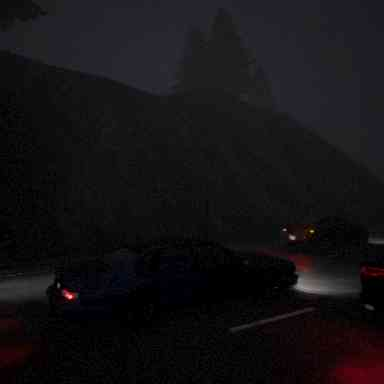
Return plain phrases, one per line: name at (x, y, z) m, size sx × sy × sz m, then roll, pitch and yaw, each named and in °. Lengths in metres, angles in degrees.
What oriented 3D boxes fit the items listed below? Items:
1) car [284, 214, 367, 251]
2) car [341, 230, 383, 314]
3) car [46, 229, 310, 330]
car at (6.136, 1.738, 15.260) m, size 4.674 × 1.442 × 1.812 m, roll 0°, pitch -1°, yaw -33°
car at (5.376, 1.526, 6.472) m, size 5.008 × 1.535 × 1.882 m, roll 0°, pitch -1°, yaw -31°
car at (-0.202, 1.705, 7.182) m, size 5.357 × 1.411 × 2.033 m, roll 0°, pitch -1°, yaw -30°
